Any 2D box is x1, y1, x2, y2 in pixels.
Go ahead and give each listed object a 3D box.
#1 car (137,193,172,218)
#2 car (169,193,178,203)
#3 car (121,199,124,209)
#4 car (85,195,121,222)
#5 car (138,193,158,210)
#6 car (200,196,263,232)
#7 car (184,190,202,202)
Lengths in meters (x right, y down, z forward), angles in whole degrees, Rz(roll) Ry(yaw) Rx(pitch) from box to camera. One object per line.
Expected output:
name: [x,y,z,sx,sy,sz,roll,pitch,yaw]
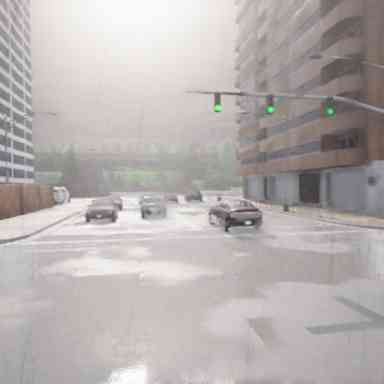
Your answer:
car: [-3.014,1.078,25.360,2.128,1.511,4.902,-1,1,-10]
car: [-3.027,0.775,45.868,2.033,1.411,5.357,-1,1,-10]
car: [-7.852,1.042,32.748,1.812,1.442,4.674,-1,1,-9]
car: [-6.152,1.192,22.984,1.812,1.442,4.674,-1,1,-9]
car: [-4.716,0.941,35.151,1.837,1.490,4.892,-1,1,-10]
car: [2.126,1.151,17.553,2.128,1.511,4.902,-1,1,-10]
car: [0.145,0.503,47.995,2.097,1.767,4.553,-1,1,-10]
